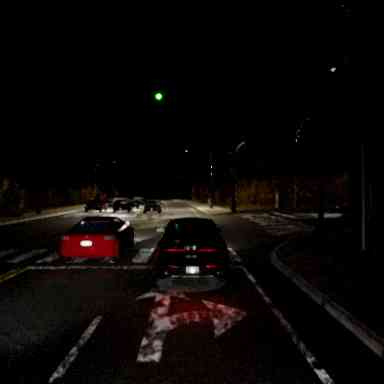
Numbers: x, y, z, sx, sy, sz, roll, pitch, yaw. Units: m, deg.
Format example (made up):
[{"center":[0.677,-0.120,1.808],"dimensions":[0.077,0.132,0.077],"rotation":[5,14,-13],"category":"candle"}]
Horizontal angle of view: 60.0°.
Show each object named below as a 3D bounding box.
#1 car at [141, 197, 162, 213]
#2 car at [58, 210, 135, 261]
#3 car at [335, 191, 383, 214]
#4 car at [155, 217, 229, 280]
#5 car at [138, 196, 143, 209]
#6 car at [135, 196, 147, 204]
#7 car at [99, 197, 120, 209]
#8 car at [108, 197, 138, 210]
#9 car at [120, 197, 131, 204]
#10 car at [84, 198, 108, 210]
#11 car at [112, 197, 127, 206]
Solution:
[{"center":[-4.352,1.567,37.118],"dimensions":[1.812,1.442,4.674],"rotation":[0,0,-3],"category":"car"},{"center":[-3.329,1.566,12.347],"dimensions":[1.994,1.385,4.181],"rotation":[0,0,-1],"category":"car"},{"center":[12.718,0.712,23.894],"dimensions":[4.674,1.442,1.812],"rotation":[-3,0,-1],"category":"car"},{"center":[-0.025,1.506,9.925],"dimensions":[1.837,1.490,4.892],"rotation":[0,0,-1],"category":"car"},{"center":[-8.465,1.635,47.090],"dimensions":[1.994,1.385,4.181],"rotation":[0,0,-4],"category":"car"},{"center":[-10.263,1.638,67.243],"dimensions":[2.128,1.511,4.902],"rotation":[0,0,-6],"category":"car"},{"center":[-11.786,1.565,48.058],"dimensions":[2.128,1.511,4.902],"rotation":[0,0,-4],"category":"car"},{"center":[-7.868,1.537,38.223],"dimensions":[2.128,1.511,4.902],"rotation":[0,0,-3],"category":"car"},{"center":[-13.622,1.741,68.072],"dimensions":[1.895,1.301,4.718],"rotation":[0,0,-6],"category":"car"},{"center":[-11.171,1.574,38.955],"dimensions":[1.812,1.442,4.674],"rotation":[0,0,-4],"category":"car"},{"center":[-12.561,1.668,57.803],"dimensions":[1.994,1.385,4.181],"rotation":[0,0,-5],"category":"car"}]
